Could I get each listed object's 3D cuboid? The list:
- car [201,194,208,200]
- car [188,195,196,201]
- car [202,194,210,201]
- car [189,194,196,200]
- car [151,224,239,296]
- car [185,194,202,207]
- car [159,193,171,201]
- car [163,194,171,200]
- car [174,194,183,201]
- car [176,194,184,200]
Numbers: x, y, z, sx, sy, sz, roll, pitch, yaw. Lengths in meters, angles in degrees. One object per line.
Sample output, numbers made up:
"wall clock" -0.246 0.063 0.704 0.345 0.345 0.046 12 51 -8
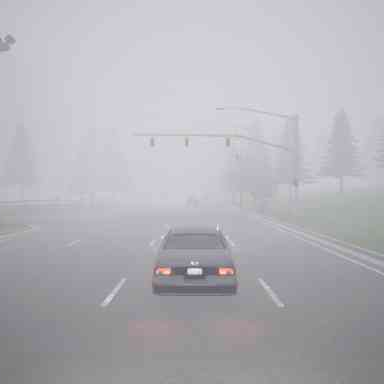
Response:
"car" 3.547 1.310 93.901 1.882 1.535 5.008 0 0 0
"car" 0.042 1.531 83.482 2.033 1.411 5.357 0 0 0
"car" 3.542 1.492 83.481 1.837 1.490 4.892 0 0 0
"car" 0.047 1.310 93.902 1.882 1.535 5.008 0 0 0
"car" 0.071 1.547 8.800 2.033 1.411 5.357 0 0 0
"car" 0.024 1.352 52.839 2.097 1.767 4.553 0 0 0
"car" -6.958 1.217 83.516 2.150 2.045 5.566 0 0 0
"car" -6.953 1.385 93.906 1.994 1.385 4.181 0 0 0
"car" -3.458 1.517 83.901 1.812 1.442 4.674 0 0 0
"car" -3.453 1.358 93.904 2.128 1.511 4.902 0 0 0
